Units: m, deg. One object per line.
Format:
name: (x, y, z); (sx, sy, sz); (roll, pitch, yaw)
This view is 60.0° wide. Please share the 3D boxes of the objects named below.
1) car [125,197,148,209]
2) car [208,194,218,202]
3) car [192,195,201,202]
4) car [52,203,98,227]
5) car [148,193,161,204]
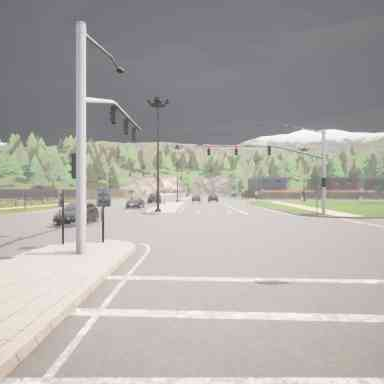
car: (-7.573, 1.489, 44.317); (2.128, 1.511, 4.902); (0, 0, 1)
car: (4.377, 1.188, 69.710); (2.097, 1.767, 4.553); (0, 0, 1)
car: (0.878, 1.358, 69.786); (2.128, 1.511, 4.902); (0, 0, 1)
car: (-7.873, 1.505, 22.860); (1.837, 1.490, 4.892); (0, 0, 1)
car: (-7.201, 1.211, 64.339); (2.150, 2.045, 5.566); (0, 0, 1)
